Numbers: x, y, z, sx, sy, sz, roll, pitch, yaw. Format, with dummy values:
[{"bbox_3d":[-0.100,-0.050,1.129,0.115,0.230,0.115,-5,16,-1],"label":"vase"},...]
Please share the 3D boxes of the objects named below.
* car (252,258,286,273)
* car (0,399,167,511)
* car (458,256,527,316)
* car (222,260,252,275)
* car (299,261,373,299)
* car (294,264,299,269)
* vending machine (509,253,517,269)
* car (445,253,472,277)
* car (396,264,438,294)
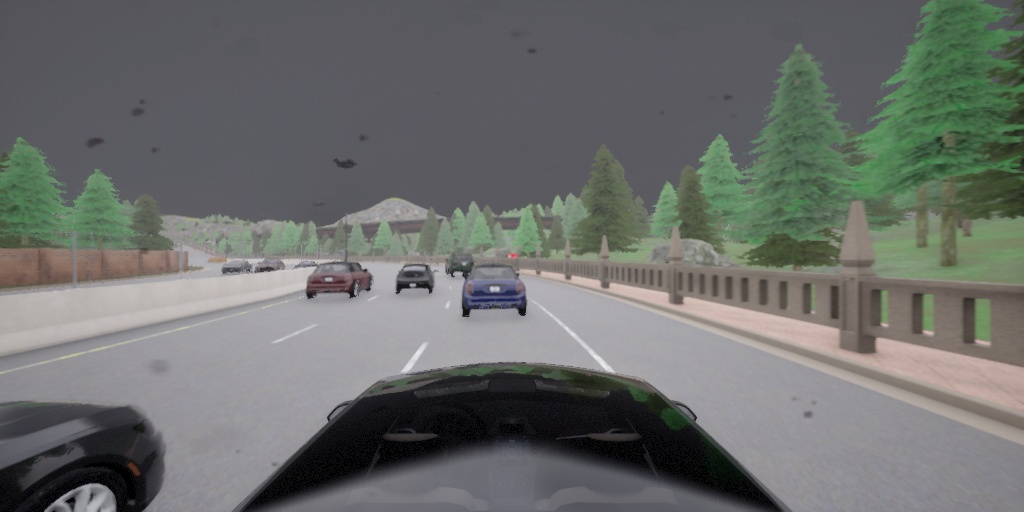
[{"bbox_3d":[-25.473,1.017,37.995,2.097,1.767,4.553,-1,1,-24],"label":"car"},{"bbox_3d":[-3.531,1.285,0.646,1.837,1.490,4.892,0,0,1],"label":"car"},{"bbox_3d":[-0.751,1.027,13.205,2.097,1.767,4.553,0,0,-6],"label":"car"},{"bbox_3d":[-29.705,1.164,38.893,1.882,1.535,5.008,-1,0,-25],"label":"car"},{"bbox_3d":[-8.480,1.044,18.037,2.097,1.767,4.553,0,0,-9],"label":"car"},{"bbox_3d":[-21.544,1.188,37.834,2.033,1.411,5.357,-1,0,-22],"label":"car"},{"bbox_3d":[0.180,0.659,42.940,1.100,2.100,0.880,0,0,-21],"label":"vending machine"},{"bbox_3d":[-4.827,0.786,33.110,2.150,2.045,5.566,0,0,-17],"label":"car"},{"bbox_3d":[-5.225,1.164,19.801,1.837,1.490,4.892,0,0,-10],"label":"car"}]
